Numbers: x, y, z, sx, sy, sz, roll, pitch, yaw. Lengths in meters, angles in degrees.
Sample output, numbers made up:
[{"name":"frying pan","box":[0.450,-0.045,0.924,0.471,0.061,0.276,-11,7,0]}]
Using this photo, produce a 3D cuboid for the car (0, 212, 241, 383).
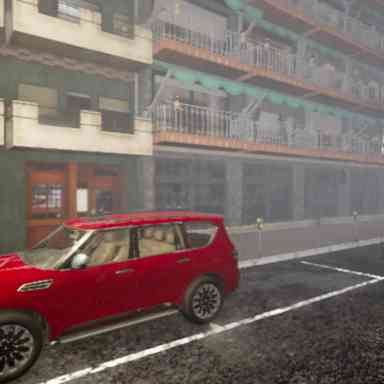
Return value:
[{"name":"car","box":[-1.396,1.312,5.562,5.009,1.841,2.192,0,0,-35]}]
